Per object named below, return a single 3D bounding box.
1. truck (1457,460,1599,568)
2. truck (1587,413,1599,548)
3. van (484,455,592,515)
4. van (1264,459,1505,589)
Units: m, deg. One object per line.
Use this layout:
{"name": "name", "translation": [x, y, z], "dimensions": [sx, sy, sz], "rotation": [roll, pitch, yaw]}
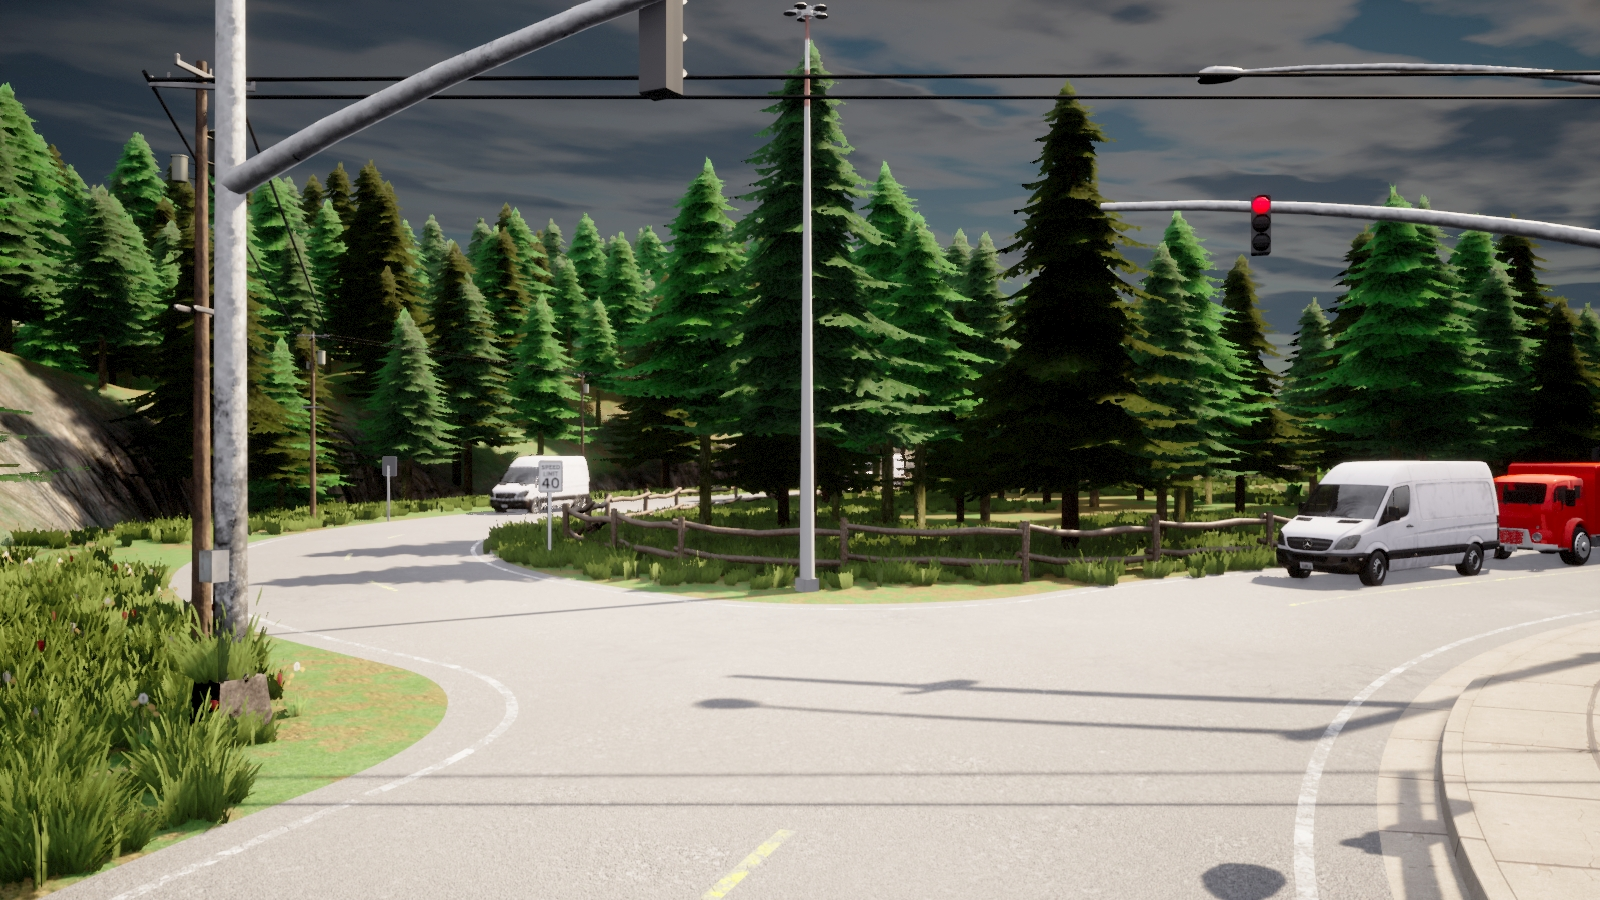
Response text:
{"name": "truck", "translation": [19.691, 1.537, 29.339], "dimensions": [5.204, 2.467, 2.627], "rotation": [0, 0, -30]}
{"name": "truck", "translation": [26.892, 0.864, 33.528], "dimensions": [8.468, 3.827, 2.891], "rotation": [0, 0, -30]}
{"name": "van", "translation": [-11.845, 1.534, 52.223], "dimensions": [1.988, 2.561, 5.915], "rotation": [0, 0, 19]}
{"name": "van", "translation": [13.063, 1.508, 25.390], "dimensions": [5.915, 2.561, 1.988], "rotation": [0, 0, -32]}
